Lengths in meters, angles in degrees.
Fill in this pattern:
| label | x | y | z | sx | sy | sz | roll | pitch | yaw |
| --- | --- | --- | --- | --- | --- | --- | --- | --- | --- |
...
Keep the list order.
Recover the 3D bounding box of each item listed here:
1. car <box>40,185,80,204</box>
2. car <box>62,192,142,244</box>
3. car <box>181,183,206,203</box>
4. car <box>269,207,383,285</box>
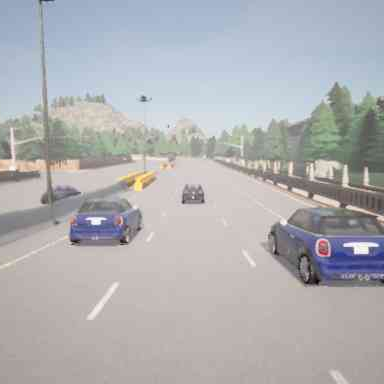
| label | x | y | z | sx | sy | sz | roll | pitch | yaw |
| --- | --- | --- | --- | --- | --- | --- | --- | --- | --- |
| car | -10.590 | 0.152 | 26.941 | 1.994 | 1.385 | 4.181 | 0 | 6 | 0 |
| car | -3.402 | 0.974 | 13.916 | 2.097 | 1.767 | 4.553 | 0 | 3 | 0 |
| car | 0.100 | -0.042 | 28.059 | 2.128 | 1.511 | 4.902 | 0 | 6 | 0 |
| car | 3.599 | 1.185 | 9.199 | 2.097 | 1.767 | 4.553 | 0 | 2 | 0 |
